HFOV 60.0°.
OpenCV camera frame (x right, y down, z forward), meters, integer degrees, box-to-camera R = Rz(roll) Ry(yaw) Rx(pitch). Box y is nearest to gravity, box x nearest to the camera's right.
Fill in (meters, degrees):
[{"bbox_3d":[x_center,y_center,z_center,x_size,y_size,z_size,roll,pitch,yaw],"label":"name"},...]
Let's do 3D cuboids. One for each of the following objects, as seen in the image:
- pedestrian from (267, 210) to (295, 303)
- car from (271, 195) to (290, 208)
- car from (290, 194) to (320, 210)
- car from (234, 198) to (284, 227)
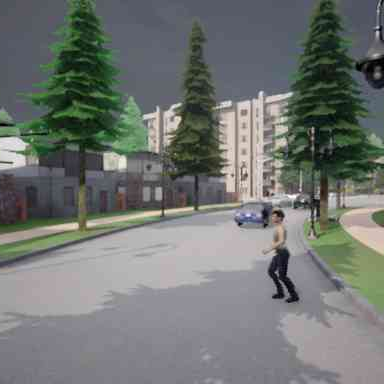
[{"bbox_3d":[1.746,1.221,6.564,0.375,1.860,0.375,0,1,7],"label":"pedestrian"},{"bbox_3d":[9.909,1.109,38.367,1.812,1.442,4.674,0,1,37],"label":"car"},{"bbox_3d":[12.761,0.962,36.126,2.097,1.767,4.553,1,1,38],"label":"car"},{"bbox_3d":[4.161,1.319,20.960,2.033,1.411,5.357,0,1,24],"label":"car"}]
